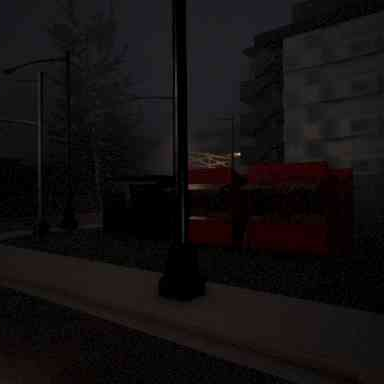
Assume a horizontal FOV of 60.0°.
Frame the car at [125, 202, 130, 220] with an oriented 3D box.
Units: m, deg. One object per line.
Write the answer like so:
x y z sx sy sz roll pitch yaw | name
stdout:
-5.236 1.597 28.578 1.812 1.442 4.674 -1 -1 36 | car
